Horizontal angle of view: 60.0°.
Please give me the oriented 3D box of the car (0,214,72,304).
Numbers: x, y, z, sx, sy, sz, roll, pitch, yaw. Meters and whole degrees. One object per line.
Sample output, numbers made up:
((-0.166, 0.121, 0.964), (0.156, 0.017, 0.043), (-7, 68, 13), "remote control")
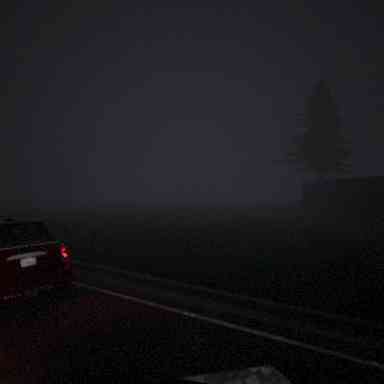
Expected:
((-4.748, 1.300, 7.377), (4.553, 1.767, 2.097), (0, 0, 35), "car")
